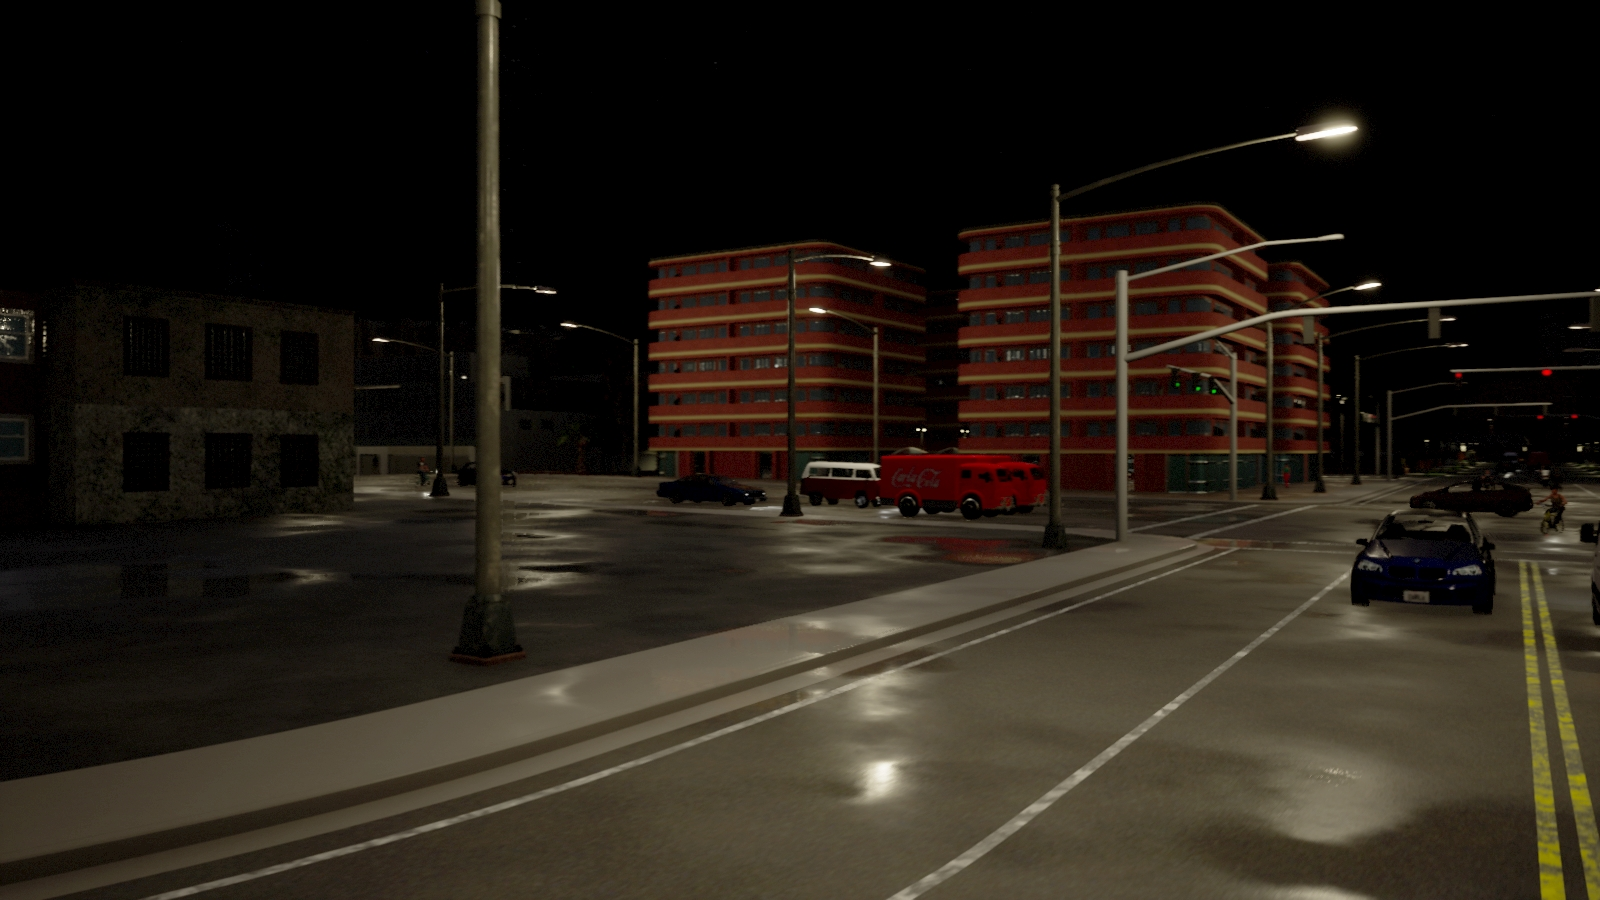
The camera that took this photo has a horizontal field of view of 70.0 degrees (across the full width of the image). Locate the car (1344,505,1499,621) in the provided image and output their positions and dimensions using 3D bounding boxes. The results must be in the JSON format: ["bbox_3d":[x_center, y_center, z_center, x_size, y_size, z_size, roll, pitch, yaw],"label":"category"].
[{"bbox_3d":[11.716,1.979,21.380,2.242,1.667,4.611,0,0,32],"label":"car"}]

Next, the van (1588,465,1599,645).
[{"bbox_3d":[12.678,1.542,16.418,1.988,2.561,5.915,0,0,32],"label":"van"}]

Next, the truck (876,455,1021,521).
[{"bbox_3d":[5.987,1.465,46.223,5.204,2.467,2.627,1,0,33],"label":"truck"}]
